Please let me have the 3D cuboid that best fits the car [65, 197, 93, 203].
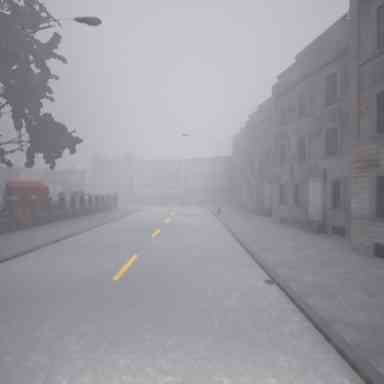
[{"bbox_3d":[-17.092,1.472,49.083,5.008,1.535,1.882,0,0,1],"label":"car"}]
